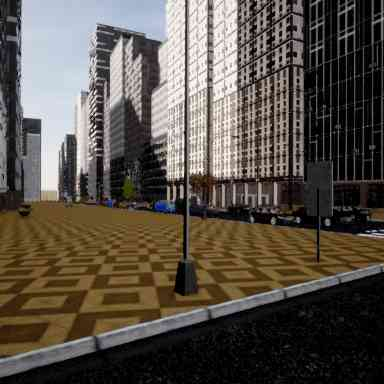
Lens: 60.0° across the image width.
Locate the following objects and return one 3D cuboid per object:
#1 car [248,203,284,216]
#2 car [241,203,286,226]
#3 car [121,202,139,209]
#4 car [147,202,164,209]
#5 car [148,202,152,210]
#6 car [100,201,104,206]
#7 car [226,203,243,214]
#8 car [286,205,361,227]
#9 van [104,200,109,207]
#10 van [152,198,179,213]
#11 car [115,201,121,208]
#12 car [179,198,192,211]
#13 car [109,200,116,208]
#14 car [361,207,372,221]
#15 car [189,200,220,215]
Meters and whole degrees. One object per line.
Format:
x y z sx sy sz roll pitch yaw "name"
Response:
8.748 2.068 39.692 1.947 1.339 4.313 -1 -1 -26 "car"
6.092 1.814 25.919 2.008 1.369 4.403 -1 -1 -26 "car"
-11.024 2.525 61.374 2.008 1.369 4.403 -1 -1 -26 "car"
-7.476 2.675 67.362 1.895 1.301 4.718 0 -1 -26 "car"
-5.825 2.287 56.820 1.837 1.490 4.892 0 -1 -26 "car"
-23.248 3.053 86.698 1.887 1.381 4.507 -1 -1 -26 "car"
6.303 2.168 44.757 1.947 1.339 4.313 -1 -1 -26 "car"
9.565 1.733 24.686 1.837 1.490 4.892 0 -1 -25 "car"
-18.362 2.635 76.571 1.690 1.788 3.998 -1 -1 -26 "van"
-3.693 2.005 46.183 1.690 1.788 3.998 -1 -1 -26 "van"
-13.396 2.602 66.287 1.752 1.417 4.829 -1 -1 -26 "car"
-1.706 2.048 55.415 2.150 2.045 5.566 0 -1 -25 "car"
-15.914 2.731 71.505 1.887 1.381 4.507 -1 -1 -26 "car"
13.638 1.854 29.562 2.008 1.369 4.403 -1 -1 -26 "car"
1.490 2.106 41.441 2.033 1.411 5.357 0 -1 -26 "car"
